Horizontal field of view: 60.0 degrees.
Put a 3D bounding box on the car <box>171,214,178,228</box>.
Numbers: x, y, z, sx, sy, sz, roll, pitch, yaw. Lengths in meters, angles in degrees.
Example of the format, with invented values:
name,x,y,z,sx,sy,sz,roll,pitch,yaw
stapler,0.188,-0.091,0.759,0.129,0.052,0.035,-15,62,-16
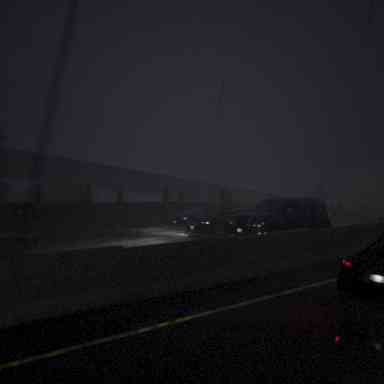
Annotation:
name,x,y,z,sx,sy,sz,roll,pitch,yaw
car,0.839,1.590,21.785,4.674,1.442,1.812,0,0,-35

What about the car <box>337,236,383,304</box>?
name,x,y,z,sx,sy,sz,roll,pitch,yaw
car,5.128,1.606,7.403,4.181,1.385,1.994,0,0,-36

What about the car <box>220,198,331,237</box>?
name,x,y,z,sx,sy,sz,roll,pitch,yaw
car,4.242,1.285,15.613,5.566,2.045,2.150,1,0,-36

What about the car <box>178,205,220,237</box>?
name,x,y,z,sx,sy,sz,roll,pitch,yaw
car,2.004,1.553,18.316,4.902,1.511,2.128,1,0,-36
